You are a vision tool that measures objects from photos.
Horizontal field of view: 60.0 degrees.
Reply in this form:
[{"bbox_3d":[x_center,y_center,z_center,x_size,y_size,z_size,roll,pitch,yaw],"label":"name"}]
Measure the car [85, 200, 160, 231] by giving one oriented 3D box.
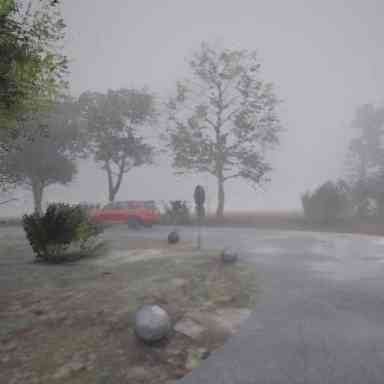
[{"bbox_3d":[-5.094,1.648,24.081,5.566,2.045,2.150,-1,-2,16],"label":"car"}]
